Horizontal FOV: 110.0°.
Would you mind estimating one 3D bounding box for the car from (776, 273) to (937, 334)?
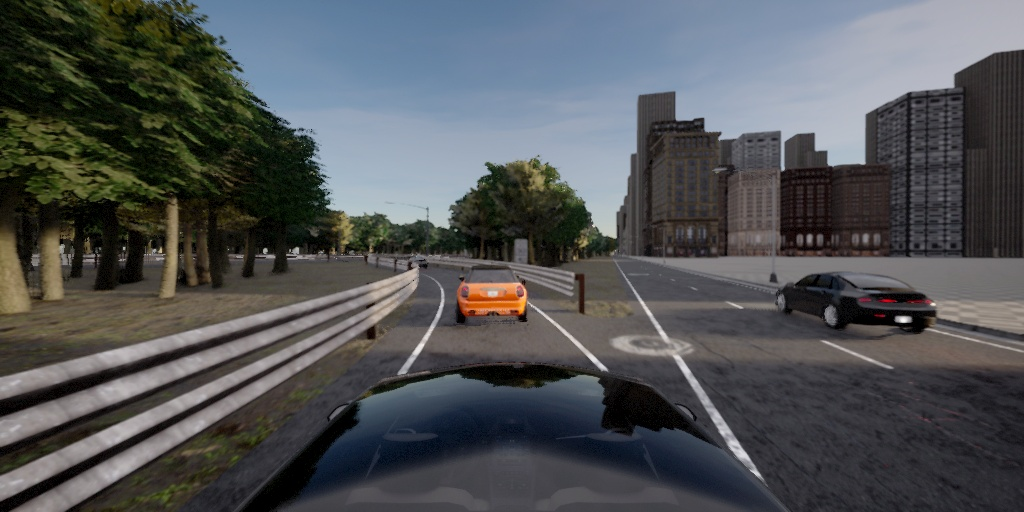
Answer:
[{"bbox_3d":[9.800,1.230,10.728,1.837,1.490,4.892,0,0,15],"label":"car"}]

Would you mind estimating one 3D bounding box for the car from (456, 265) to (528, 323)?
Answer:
[{"bbox_3d":[-0.747,1.070,12.291,2.097,1.767,4.553,0,0,-6],"label":"car"}]

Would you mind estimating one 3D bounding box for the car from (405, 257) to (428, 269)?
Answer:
[{"bbox_3d":[-12.063,0.859,45.276,1.837,1.490,4.892,0,1,-30],"label":"car"}]
